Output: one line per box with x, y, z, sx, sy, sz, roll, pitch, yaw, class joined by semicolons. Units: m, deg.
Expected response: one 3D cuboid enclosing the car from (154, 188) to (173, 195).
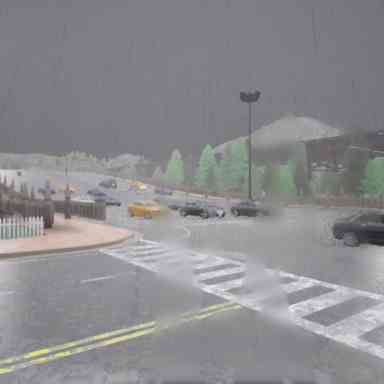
-5.686;-0.126;65.843;2.128;1.511;4.902;0;7;-37;car

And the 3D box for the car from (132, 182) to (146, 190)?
-11.950;-1.425;74.018;1.882;1.535;5.008;0;7;-37;car

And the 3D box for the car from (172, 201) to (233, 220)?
0.756;1.489;27.955;2.128;1.511;4.902;0;0;-37;car

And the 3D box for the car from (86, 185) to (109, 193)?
-16.310;0.118;56.430;1.895;1.301;4.718;0;6;-36;car

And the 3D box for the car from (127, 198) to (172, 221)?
-3.716;1.474;28.050;1.882;1.535;5.008;0;0;-37;car

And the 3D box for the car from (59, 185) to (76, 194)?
-21.804;-0.512;57.995;1.882;1.535;5.008;0;7;-37;car

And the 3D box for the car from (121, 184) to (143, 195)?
-11.528;-0.064;61.964;1.895;1.301;4.718;0;7;-37;car

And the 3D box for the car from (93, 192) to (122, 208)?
-11.024;1.190;43.490;2.033;1.411;5.357;0;3;-37;car

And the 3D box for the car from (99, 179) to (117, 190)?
-17.648;-1.706;69.989;2.150;2.045;5.566;0;7;-37;car

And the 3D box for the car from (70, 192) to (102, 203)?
-13.092;1.228;40.440;1.812;1.442;4.674;0;3;-38;car

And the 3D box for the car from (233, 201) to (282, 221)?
5.257;1.503;27.814;1.837;1.490;4.892;0;0;-37;car

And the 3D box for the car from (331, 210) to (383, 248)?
7.902;1.505;12.761;1.837;1.490;4.892;0;0;-37;car

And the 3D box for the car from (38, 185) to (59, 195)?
-24.112;-0.449;55.227;1.882;1.535;5.008;0;7;-37;car
